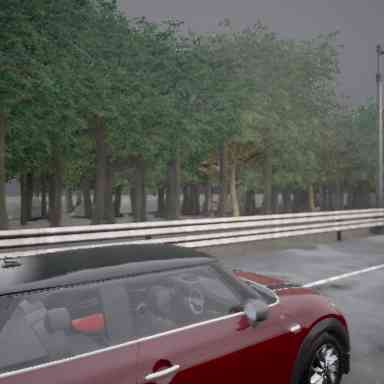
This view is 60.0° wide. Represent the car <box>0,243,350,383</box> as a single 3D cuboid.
[{"bbox_3d":[-0.343,1.356,3.507,4.553,1.767,2.097,0,0,-35],"label":"car"}]
